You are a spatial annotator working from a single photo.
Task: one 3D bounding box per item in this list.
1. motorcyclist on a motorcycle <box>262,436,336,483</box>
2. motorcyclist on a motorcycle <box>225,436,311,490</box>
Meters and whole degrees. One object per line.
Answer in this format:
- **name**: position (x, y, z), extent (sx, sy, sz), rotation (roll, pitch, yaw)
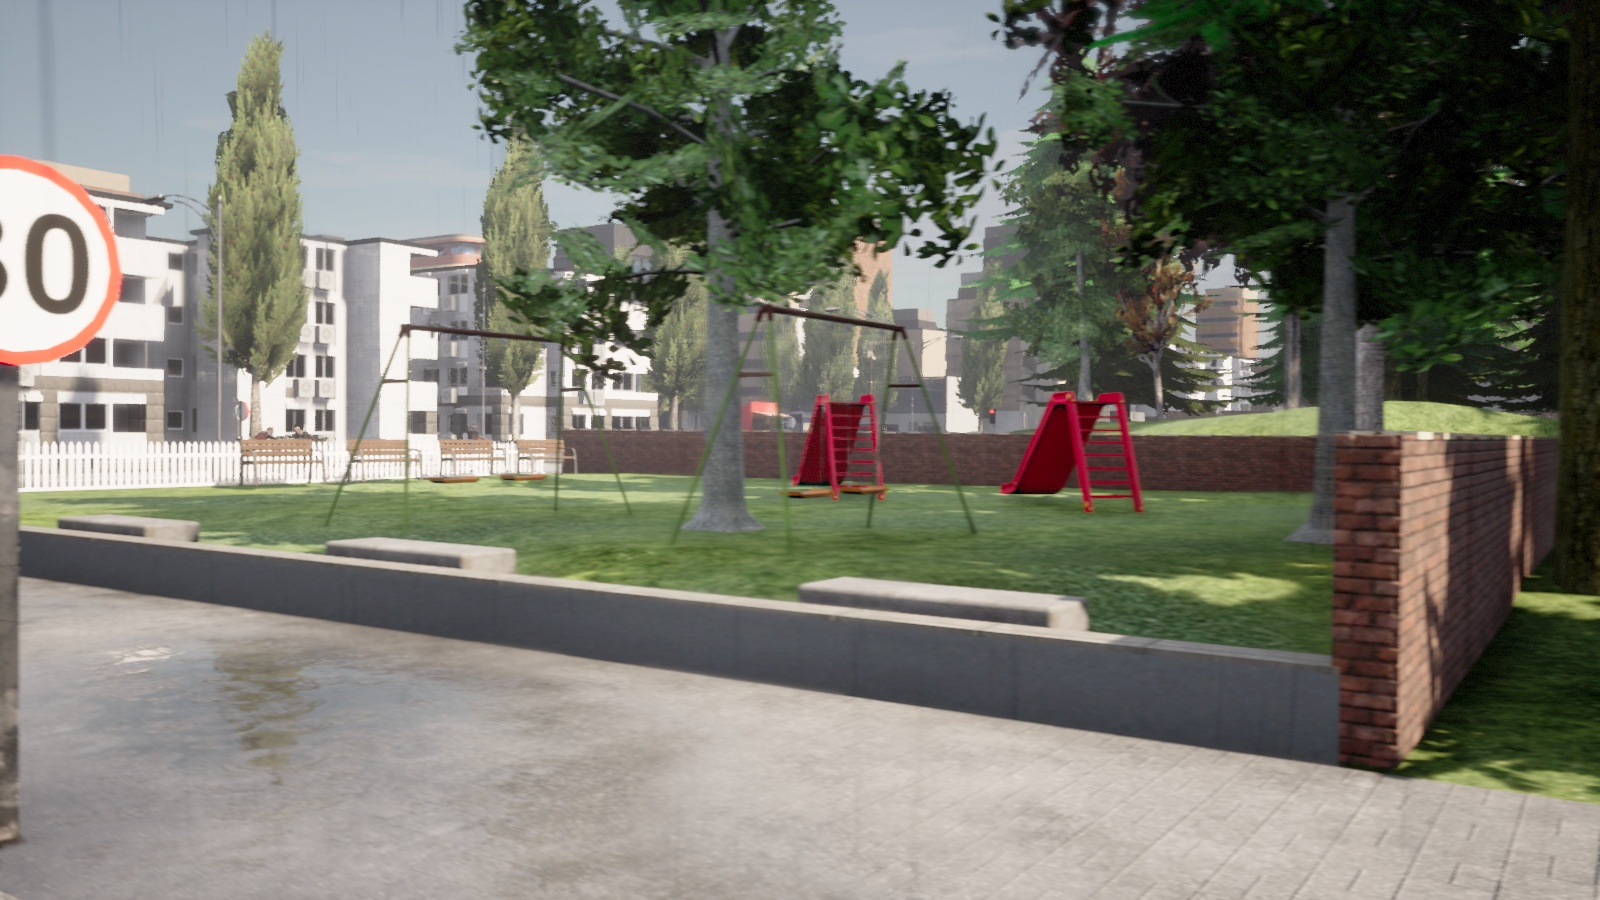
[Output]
- **motorcyclist on a motorcycle**: position (-16.865, 0.297, 42.336), extent (0.866, 1.530, 2.191), rotation (0, 1, 34)
- **motorcyclist on a motorcycle**: position (-15.641, 0.364, 36.964), extent (0.866, 1.530, 2.191), rotation (0, 1, 34)
